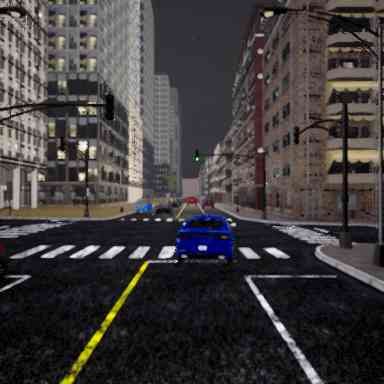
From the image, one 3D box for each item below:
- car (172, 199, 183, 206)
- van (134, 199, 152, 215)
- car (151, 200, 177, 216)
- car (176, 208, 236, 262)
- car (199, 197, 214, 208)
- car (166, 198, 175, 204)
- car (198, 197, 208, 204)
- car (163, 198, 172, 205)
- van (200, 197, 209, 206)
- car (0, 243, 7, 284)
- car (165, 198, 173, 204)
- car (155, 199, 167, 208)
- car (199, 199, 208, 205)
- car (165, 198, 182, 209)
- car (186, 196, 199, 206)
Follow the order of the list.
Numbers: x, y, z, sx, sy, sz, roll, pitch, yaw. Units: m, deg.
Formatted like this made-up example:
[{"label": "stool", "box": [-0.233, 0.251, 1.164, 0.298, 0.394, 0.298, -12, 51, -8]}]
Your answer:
[{"label": "car", "box": [-2.996, 2.235, 69.382, 1.895, 1.301, 4.718, 0, -1, 0]}, {"label": "van", "box": [-5.690, 1.701, 39.238, 1.690, 1.788, 3.998, 0, -1, 0]}, {"label": "car", "box": [-3.093, 1.946, 37.685, 1.895, 1.301, 4.718, 0, -1, 0]}, {"label": "car", "box": [0.641, 1.605, 12.663, 1.882, 1.535, 5.008, 0, -1, 7]}, {"label": "car", "box": [2.691, 1.833, 55.892, 2.192, 1.841, 5.009, 0, -1, 0]}, {"label": "car", "box": [-5.688, 2.392, 89.193, 2.008, 1.369, 4.403, 0, -1, 0]}, {"label": "car", "box": [2.691, 2.102, 83.645, 2.192, 1.841, 5.009, 0, -1, 0]}, {"label": "car", "box": [-5.689, 2.172, 78.092, 1.967, 1.590, 4.097, 0, -1, 0]}, {"label": "van", "box": [2.691, 2.019, 72.543, 1.690, 1.788, 3.998, 0, -1, 0]}, {"label": "car", "box": [-5.691, 1.502, 6.765, 1.967, 1.590, 4.097, 0, -1, 0]}, {"label": "car", "box": [-5.689, 2.310, 83.472, 1.752, 1.417, 4.829, 0, -1, 0]}, {"label": "car", "box": [-5.689, 2.095, 61.269, 1.752, 1.417, 4.829, 0, -1, 0]}, {"label": "car", "box": [2.692, 2.283, 78.091, 2.008, 1.369, 4.403, 0, -1, 0]}, {"label": "car", "box": [-3.061, 2.066, 54.211, 1.994, 1.385, 4.181, 0, -1, 0]}, {"label": "car", "box": [0.006, 1.858, 68.347, 2.150, 2.045, 5.566, 0, -1, 0]}]
